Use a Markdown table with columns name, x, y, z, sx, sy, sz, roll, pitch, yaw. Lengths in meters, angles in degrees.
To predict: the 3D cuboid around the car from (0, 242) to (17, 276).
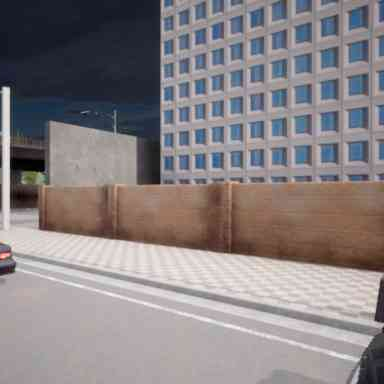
| name | x | y | z | sx | sy | sz | roll | pitch | yaw |
| --- | --- | --- | --- | --- | --- | --- | --- | --- | --- |
| car | -6.762 | 1.545 | 8.821 | 5.357 | 1.411 | 2.033 | 0 | 0 | 36 |

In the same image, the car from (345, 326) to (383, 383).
| name | x | y | z | sx | sy | sz | roll | pitch | yaw |
| --- | --- | --- | --- | --- | --- | --- | --- | --- | --- |
| car | 3.311 | 1.601 | 1.620 | 4.718 | 1.301 | 1.895 | 0 | 0 | 36 |
